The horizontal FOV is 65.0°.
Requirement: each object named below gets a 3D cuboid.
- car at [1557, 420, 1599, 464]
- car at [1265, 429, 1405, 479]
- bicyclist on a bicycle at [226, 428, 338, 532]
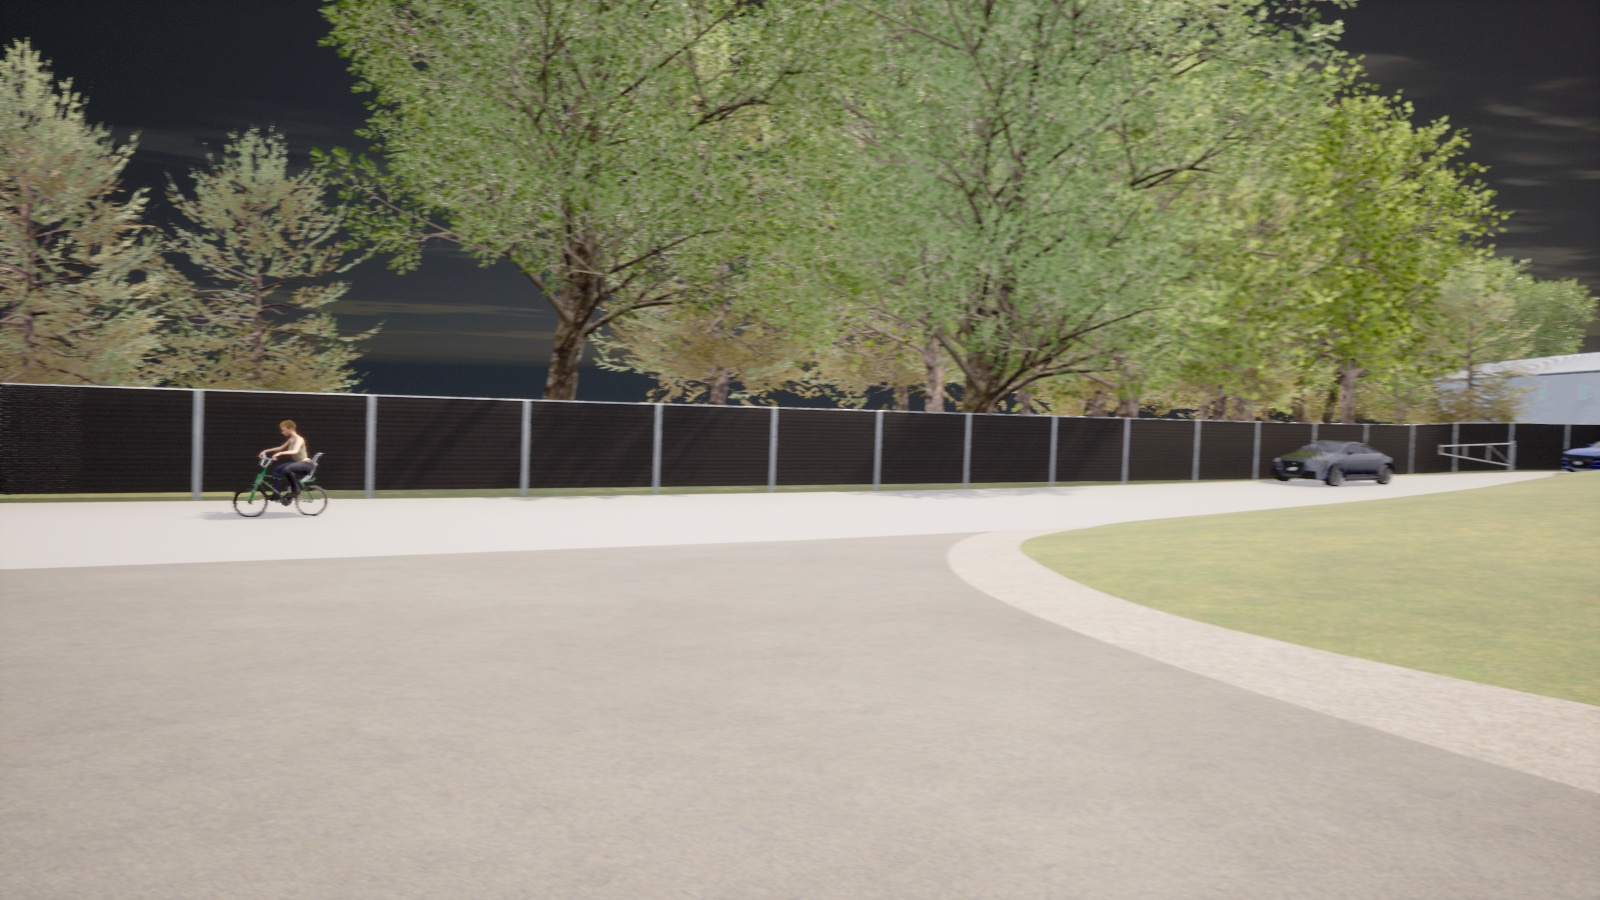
[{"bbox_3d":[31.408,-0.343,47.592,5.008,1.535,1.882,-1,4,-21],"label":"car"},{"bbox_3d":[16.968,0.080,39.770,4.181,1.385,1.994,-1,4,-32],"label":"car"},{"bbox_3d":[-8.493,0.461,20.606,1.509,1.612,0.866,-1,3,-38],"label":"bicyclist on a bicycle"}]
